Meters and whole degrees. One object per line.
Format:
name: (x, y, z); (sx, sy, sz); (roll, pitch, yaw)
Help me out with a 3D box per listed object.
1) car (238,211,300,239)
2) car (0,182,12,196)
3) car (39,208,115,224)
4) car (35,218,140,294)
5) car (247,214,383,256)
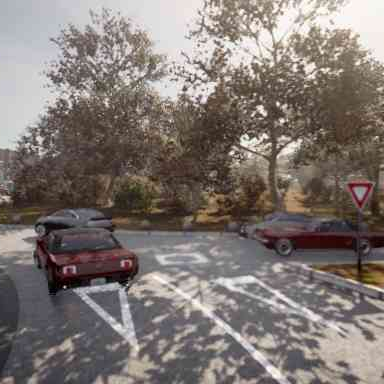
car: (4.288, 1.619, 15.658); (4.181, 1.385, 1.994); (0, 0, -7)
car: (-33.722, -0.311, 60.168); (2.097, 1.767, 4.553); (0, 3, -13)
car: (-5.915, 1.570, 16.651); (4.902, 1.511, 2.128); (0, 0, 37)
car: (-3.101, 1.643, 9.050); (1.895, 1.301, 4.718); (0, 0, -30)
car: (4.757, 1.645, 12.748); (4.718, 1.301, 1.895); (0, 0, -3)
